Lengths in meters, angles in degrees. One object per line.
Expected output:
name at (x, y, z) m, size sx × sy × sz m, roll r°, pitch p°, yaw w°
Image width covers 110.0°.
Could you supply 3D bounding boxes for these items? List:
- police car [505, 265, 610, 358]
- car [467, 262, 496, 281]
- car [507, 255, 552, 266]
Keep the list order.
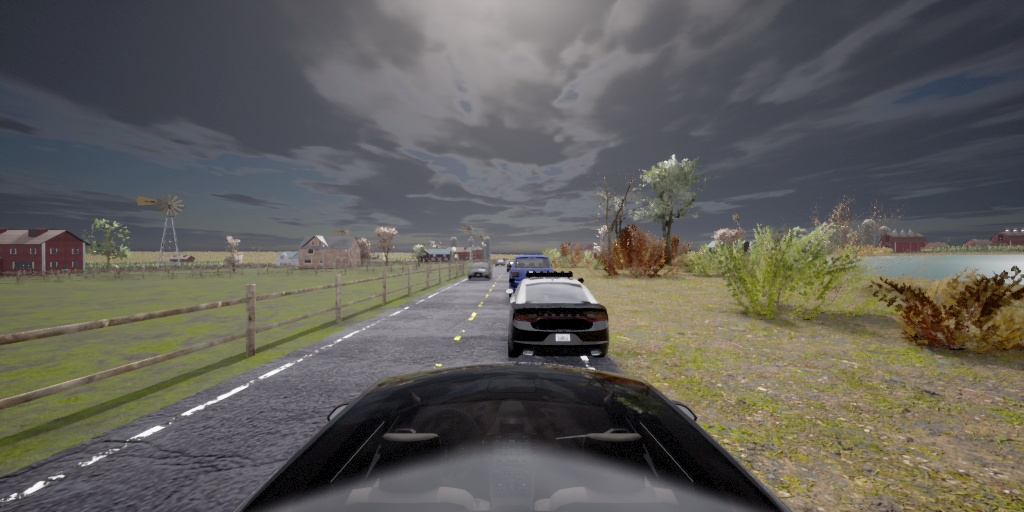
police car at (0.876, 1.174, 8.638) m, size 1.930 × 1.638 × 5.238 m, roll 0°, pitch 0°, yaw 0°
car at (-2.651, 1.259, 30.524) m, size 1.837 × 1.490 × 4.892 m, roll 0°, pitch 0°, yaw 0°
car at (0.943, 0.974, 18.557) m, size 2.150 × 2.045 × 5.566 m, roll 0°, pitch 0°, yaw 0°
